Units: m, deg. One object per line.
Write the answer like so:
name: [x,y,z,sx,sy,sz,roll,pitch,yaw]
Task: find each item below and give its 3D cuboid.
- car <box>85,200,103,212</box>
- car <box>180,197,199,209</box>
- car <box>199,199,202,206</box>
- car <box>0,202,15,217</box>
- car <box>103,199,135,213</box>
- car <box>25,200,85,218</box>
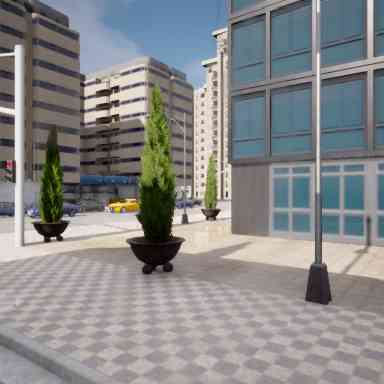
car: [-11.859,1.619,37.292,1.994,1.385,4.181,0,0,35]
car: [-1.442,1.581,45.927,1.812,1.442,4.674,0,0,35]
car: [-0.087,1.581,53.851,1.812,1.442,4.674,0,0,36]
car: [-17.191,1.603,29.760,2.033,1.411,5.357,0,0,35]
car: [-7.216,1.533,37.795,1.882,1.535,5.008,0,0,35]
car: [-12.535,1.581,30.244,1.812,1.442,4.674,0,0,35]
